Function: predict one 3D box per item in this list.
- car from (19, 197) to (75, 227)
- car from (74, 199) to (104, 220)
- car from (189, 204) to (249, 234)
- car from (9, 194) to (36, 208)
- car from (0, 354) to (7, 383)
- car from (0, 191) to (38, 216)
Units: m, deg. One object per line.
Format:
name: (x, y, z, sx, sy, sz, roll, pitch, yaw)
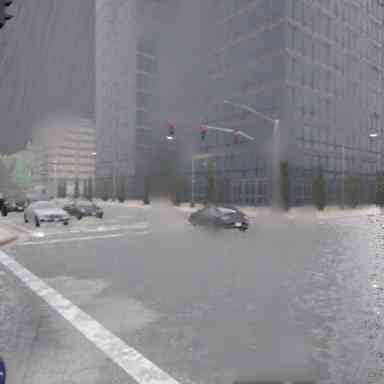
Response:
car: (-9.204, 1.293, 20.908, 1.812, 1.442, 4.674, 0, 0, -38)
car: (-8.432, 1.267, 25.524, 1.812, 1.442, 4.674, 0, 0, -39)
car: (1.417, 1.384, 18.428, 1.812, 1.442, 4.674, 1, 0, -21)
car: (-21.166, 1.065, 41.485, 2.128, 1.511, 4.902, 0, 0, -38)
car: (-3.414, 1.501, 1.430, 4.674, 1.442, 1.812, 0, 0, -41)
car: (-15.283, 0.909, 28.432, 2.150, 2.045, 5.566, 0, 0, -39)
